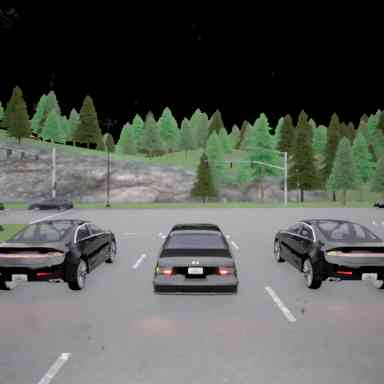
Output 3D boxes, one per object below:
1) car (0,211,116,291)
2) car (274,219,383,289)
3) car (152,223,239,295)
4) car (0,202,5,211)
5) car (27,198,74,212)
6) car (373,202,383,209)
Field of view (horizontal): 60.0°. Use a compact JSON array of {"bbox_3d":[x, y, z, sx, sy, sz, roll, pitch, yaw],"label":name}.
[{"bbox_3d":[-3.401,1.491,9.023,2.128,1.511,4.902,0,0,0],"label":"car"},{"bbox_3d":[3.600,1.491,9.117,2.128,1.511,4.902,0,0,1],"label":"car"},{"bbox_3d":[0.099,1.547,8.842,2.033,1.411,5.357,0,0,1],"label":"car"},{"bbox_3d":[-21.394,1.491,33.094,4.902,1.511,2.128,0,0,-16],"label":"car"},{"bbox_3d":[-16.147,1.505,38.061,4.892,1.490,1.837,0,-1,-11],"label":"car"},{"bbox_3d":[26.865,1.547,43.683,5.357,1.411,2.033,0,0,0],"label":"car"}]
